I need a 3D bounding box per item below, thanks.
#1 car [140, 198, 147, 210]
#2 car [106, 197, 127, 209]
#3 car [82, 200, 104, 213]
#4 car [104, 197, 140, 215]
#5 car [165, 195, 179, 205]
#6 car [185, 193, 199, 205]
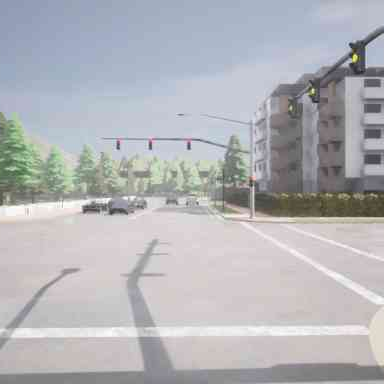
[{"bbox_3d":[-7.033,1.491,43.708,2.128,1.511,4.902,0,0,0],"label":"car"},{"bbox_3d":[-10.517,1.478,46.687,1.882,1.535,5.008,0,0,0],"label":"car"},{"bbox_3d":[-10.535,1.601,36.647,1.895,1.301,4.718,0,0,0],"label":"car"},{"bbox_3d":[-7.049,1.547,34.058,2.033,1.411,5.357,0,0,1],"label":"car"},{"bbox_3d":[-3.441,1.352,58.025,2.097,1.767,4.553,0,0,0],"label":"car"},{"bbox_3d":[0.059,1.221,58.096,2.150,2.045,5.566,0,0,0],"label":"car"}]
